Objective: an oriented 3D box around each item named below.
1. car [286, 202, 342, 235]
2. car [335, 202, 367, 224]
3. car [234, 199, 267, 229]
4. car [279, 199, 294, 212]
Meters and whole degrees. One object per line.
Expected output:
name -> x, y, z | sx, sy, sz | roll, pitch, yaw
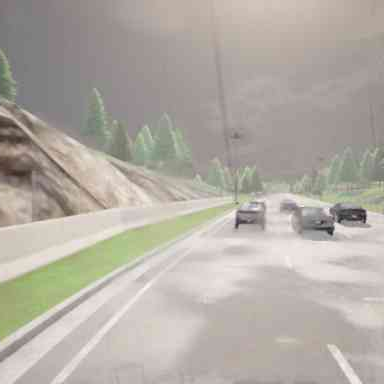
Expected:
car -> 6.886, 1.577, 19.317 | 2.033, 1.411, 5.357 | 0, 0, 12
car -> 11.835, 1.537, 25.588 | 1.882, 1.535, 5.008 | 0, 0, 12
car -> 3.854, 1.496, 21.813 | 2.128, 1.511, 4.902 | 0, 0, 12
car -> 10.967, 1.564, 38.044 | 1.812, 1.442, 4.674 | 0, 0, 12
